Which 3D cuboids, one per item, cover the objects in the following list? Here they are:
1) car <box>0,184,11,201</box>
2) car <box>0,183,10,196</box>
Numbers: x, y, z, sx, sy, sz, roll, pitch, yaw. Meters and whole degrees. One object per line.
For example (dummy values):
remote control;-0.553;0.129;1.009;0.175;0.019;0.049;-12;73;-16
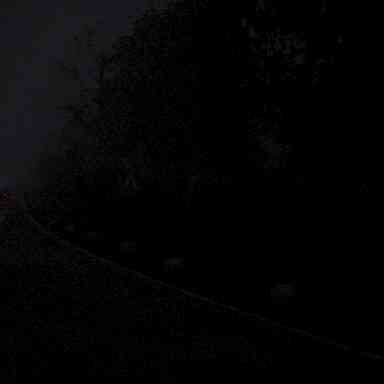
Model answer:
car;-19.857;0.155;34.293;2.033;1.411;5.357;1;2;-28
car;-25.027;-0.352;43.829;1.812;1.442;4.674;1;2;-28
